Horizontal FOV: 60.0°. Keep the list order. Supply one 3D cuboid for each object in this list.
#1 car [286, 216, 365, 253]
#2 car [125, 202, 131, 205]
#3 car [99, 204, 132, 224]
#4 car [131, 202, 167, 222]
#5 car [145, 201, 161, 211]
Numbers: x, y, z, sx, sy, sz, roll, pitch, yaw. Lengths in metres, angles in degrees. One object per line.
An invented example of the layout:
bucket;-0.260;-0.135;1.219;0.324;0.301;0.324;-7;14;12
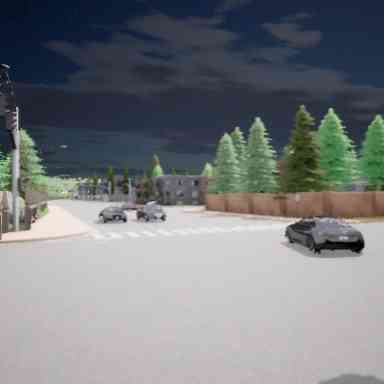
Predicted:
car;5.568;1.715;14.434;1.994;1.385;4.181;0;-1;-3
car;-10.195;2.389;54.429;1.994;1.385;4.181;0;-1;-24
car;-7.122;2.033;29.895;1.994;1.385;4.181;0;-1;-24
car;-3.871;1.950;31.199;2.128;1.511;4.902;0;-1;-24
car;-6.444;2.332;55.497;1.812;1.442;4.674;-1;-1;6
